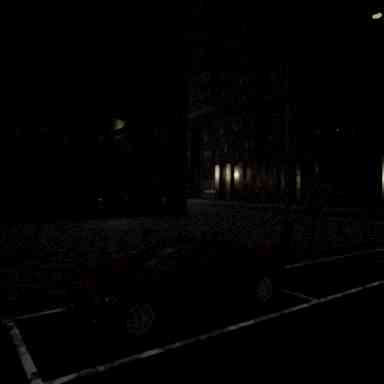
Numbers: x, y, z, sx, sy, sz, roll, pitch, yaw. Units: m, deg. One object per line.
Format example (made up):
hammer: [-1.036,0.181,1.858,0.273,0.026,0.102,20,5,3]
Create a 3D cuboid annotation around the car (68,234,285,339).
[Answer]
car: [-0.079,1.576,6.607,4.507,1.381,1.887,1,0,-35]
